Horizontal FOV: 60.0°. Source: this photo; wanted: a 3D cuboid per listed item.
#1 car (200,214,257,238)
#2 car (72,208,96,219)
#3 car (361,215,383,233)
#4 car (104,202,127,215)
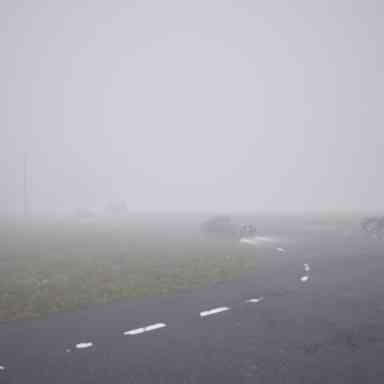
[{"bbox_3d":[2.351,2.218,22.458,1.994,1.385,4.181,-2,-1,-35],"label":"car"},{"bbox_3d":[-15.435,3.063,47.319,2.033,1.411,5.357,-2,-1,-36],"label":"car"},{"bbox_3d":[12.728,1.735,19.913,2.128,1.511,4.902,-2,-1,-35],"label":"car"},{"bbox_3d":[-12.945,2.718,56.156,2.150,2.045,5.566,-2,-1,-35],"label":"car"}]
